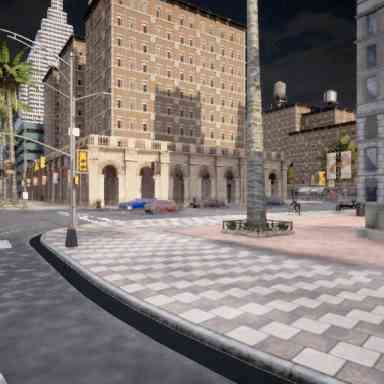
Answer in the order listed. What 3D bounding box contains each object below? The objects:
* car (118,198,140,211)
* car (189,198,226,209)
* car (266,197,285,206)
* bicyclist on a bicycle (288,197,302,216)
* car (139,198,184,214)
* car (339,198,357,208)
[{"bbox_3d":[-6.546,1.478,40.901,5.008,1.535,1.882,0,0,-33],"label":"car"},{"bbox_3d":[2.241,1.547,46.635,5.357,1.411,2.033,0,0,-33],"label":"car"},{"bbox_3d":[12.464,1.547,53.311,5.357,1.411,2.033,0,0,-33],"label":"car"},{"bbox_3d":[9.170,1.301,29.683,0.582,1.620,1.656,0,0,-33],"label":"bicyclist on a bicycle"},{"bbox_3d":[-2.888,1.564,34.762,4.181,1.385,1.994,0,0,-32],"label":"car"},{"bbox_3d":[22.875,1.564,47.385,4.181,1.385,1.994,0,0,-34],"label":"car"}]
